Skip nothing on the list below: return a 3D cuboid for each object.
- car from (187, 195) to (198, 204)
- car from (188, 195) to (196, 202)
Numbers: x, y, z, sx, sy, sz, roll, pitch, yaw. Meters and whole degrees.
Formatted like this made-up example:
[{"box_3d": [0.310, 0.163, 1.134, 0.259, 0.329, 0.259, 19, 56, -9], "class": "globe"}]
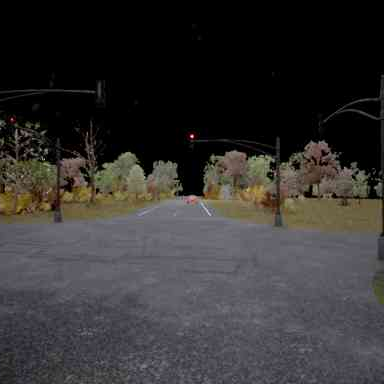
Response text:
[{"box_3d": [0.094, 1.424, 67.921, 2.097, 1.767, 4.553, 0, 0, 0], "class": "car"}, {"box_3d": [0.107, 1.450, 77.956, 1.812, 1.442, 4.674, 0, 0, 0], "class": "car"}]
